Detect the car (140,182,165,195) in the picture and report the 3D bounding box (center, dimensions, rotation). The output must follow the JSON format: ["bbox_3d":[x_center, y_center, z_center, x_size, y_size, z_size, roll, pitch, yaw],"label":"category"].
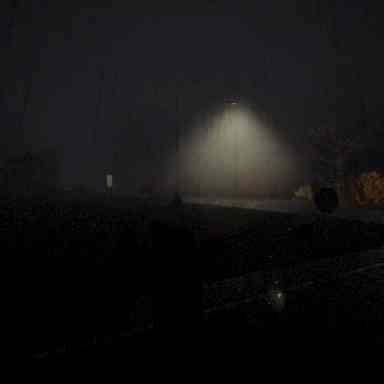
[{"bbox_3d":[-6.611,-0.595,54.946,2.150,2.045,5.566,0,2,-36],"label":"car"}]

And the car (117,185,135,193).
[{"bbox_3d":[-12.673,-0.674,63.398,1.882,1.535,5.008,0,2,-36],"label":"car"}]
